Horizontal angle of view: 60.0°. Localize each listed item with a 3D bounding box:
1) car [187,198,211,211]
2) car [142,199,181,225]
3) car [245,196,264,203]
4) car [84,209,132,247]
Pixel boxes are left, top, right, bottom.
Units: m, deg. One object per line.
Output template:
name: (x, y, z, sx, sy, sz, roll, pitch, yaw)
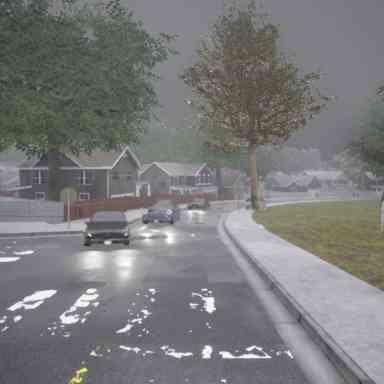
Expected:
car: (0.887, 1.431, 39.231, 1.994, 1.385, 4.181, 1, 1, 17)
car: (-2.085, 1.302, 23.711, 2.097, 1.767, 4.553, 0, 0, 6)
car: (11.841, 1.303, 62.658, 2.033, 1.411, 5.357, 2, 1, 33)
car: (-3.847, 1.516, 15.403, 2.033, 1.411, 5.357, 1, 1, -14)
